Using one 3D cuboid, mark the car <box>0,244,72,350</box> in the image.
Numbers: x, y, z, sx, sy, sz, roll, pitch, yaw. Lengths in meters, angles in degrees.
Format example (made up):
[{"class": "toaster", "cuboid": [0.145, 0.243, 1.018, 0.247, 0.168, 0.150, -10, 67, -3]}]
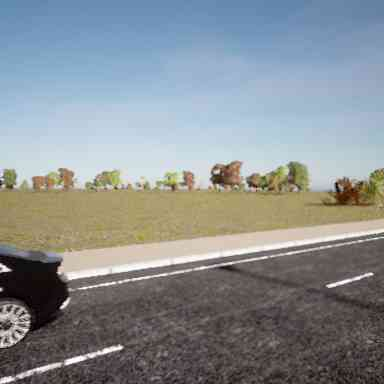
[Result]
[{"class": "car", "cuboid": [-4.279, 1.494, 4.626, 4.902, 1.511, 2.128, 0, 0, -35]}]
